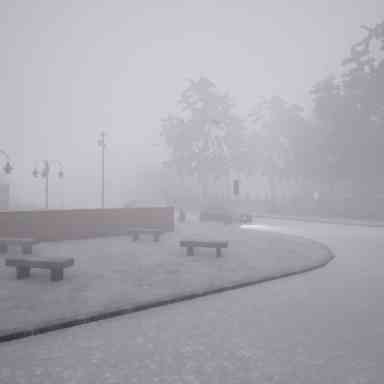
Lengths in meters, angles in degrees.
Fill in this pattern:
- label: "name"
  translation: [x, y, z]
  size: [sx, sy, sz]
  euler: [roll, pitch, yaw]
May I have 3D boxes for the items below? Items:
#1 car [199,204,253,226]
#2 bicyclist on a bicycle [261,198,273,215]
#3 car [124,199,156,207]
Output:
- label: "car"
  translation: [2.344, 1.564, 23.679]
  size: [1.994, 1.385, 4.181]
  euler: [0, 0, -36]
- label: "bicyclist on a bicycle"
  translation: [7.092, 1.349, 31.482]
  size: [1.656, 1.620, 0.582]
  euler: [0, 0, -35]
- label: "car"
  translation: [-5.469, 1.506, 34.679]
  size: [1.837, 1.490, 4.892]
  euler: [0, 0, -35]
